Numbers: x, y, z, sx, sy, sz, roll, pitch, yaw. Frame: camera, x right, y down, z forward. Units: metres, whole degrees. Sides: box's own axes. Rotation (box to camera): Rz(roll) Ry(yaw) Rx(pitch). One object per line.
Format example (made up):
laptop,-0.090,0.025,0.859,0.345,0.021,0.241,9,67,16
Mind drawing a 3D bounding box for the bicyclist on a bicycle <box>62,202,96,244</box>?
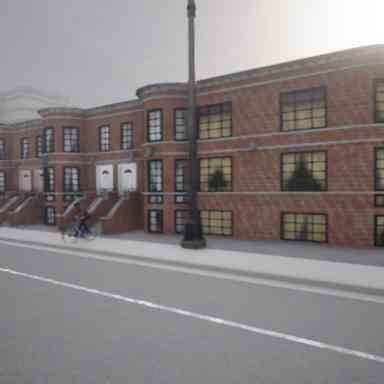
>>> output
bicyclist on a bicycle,-4.513,1.239,13.409,0.582,1.620,1.656,0,0,33
